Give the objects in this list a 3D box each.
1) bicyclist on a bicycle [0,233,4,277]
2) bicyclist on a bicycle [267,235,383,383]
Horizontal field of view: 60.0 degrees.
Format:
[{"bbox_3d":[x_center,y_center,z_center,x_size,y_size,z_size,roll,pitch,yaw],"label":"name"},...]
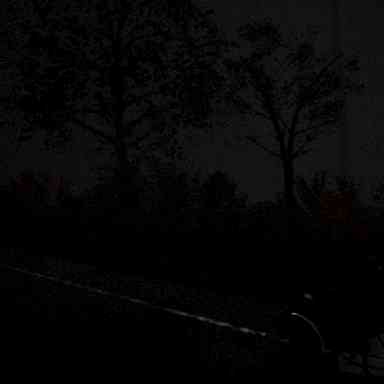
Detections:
[{"bbox_3d":[-5.455,1.439,8.946,1.656,1.620,0.582,0,0,35],"label":"bicyclist on a bicycle"},{"bbox_3d":[1.719,1.370,3.829,1.843,1.776,0.659,0,0,35],"label":"bicyclist on a bicycle"}]
